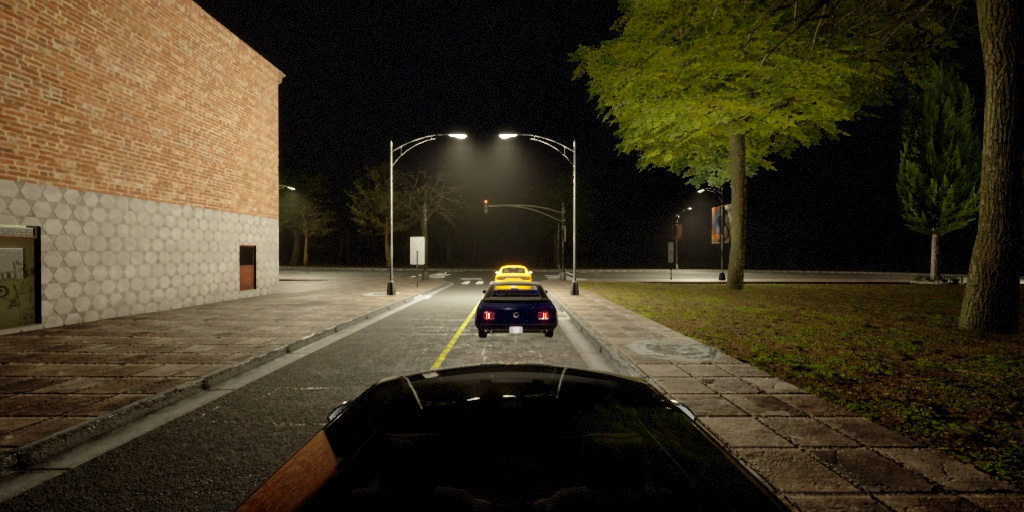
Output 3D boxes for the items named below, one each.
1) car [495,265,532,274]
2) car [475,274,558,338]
[{"bbox_3d":[0.091,1.254,19.519,1.882,1.535,5.008,0,0,1],"label":"car"},{"bbox_3d":[0.094,1.356,10.174,1.895,1.301,4.718,0,0,0],"label":"car"}]
